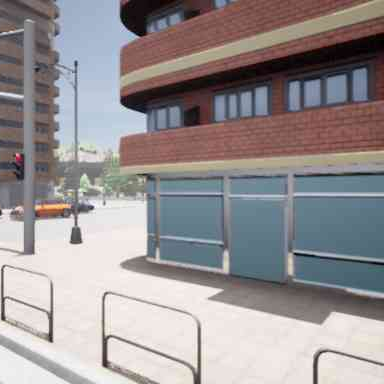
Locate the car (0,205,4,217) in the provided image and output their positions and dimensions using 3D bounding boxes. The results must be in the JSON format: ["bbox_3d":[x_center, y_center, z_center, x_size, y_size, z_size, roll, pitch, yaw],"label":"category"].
[{"bbox_3d":[-17.652,1.327,26.350,2.097,1.767,4.553,0,0,38],"label":"car"}]

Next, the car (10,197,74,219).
[{"bbox_3d":[-12.428,1.330,27.505,2.097,1.767,4.553,0,0,36],"label":"car"}]

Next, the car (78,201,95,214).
[{"bbox_3d":[-12.325,1.576,33.591,1.895,1.301,4.718,0,0,36],"label":"car"}]
